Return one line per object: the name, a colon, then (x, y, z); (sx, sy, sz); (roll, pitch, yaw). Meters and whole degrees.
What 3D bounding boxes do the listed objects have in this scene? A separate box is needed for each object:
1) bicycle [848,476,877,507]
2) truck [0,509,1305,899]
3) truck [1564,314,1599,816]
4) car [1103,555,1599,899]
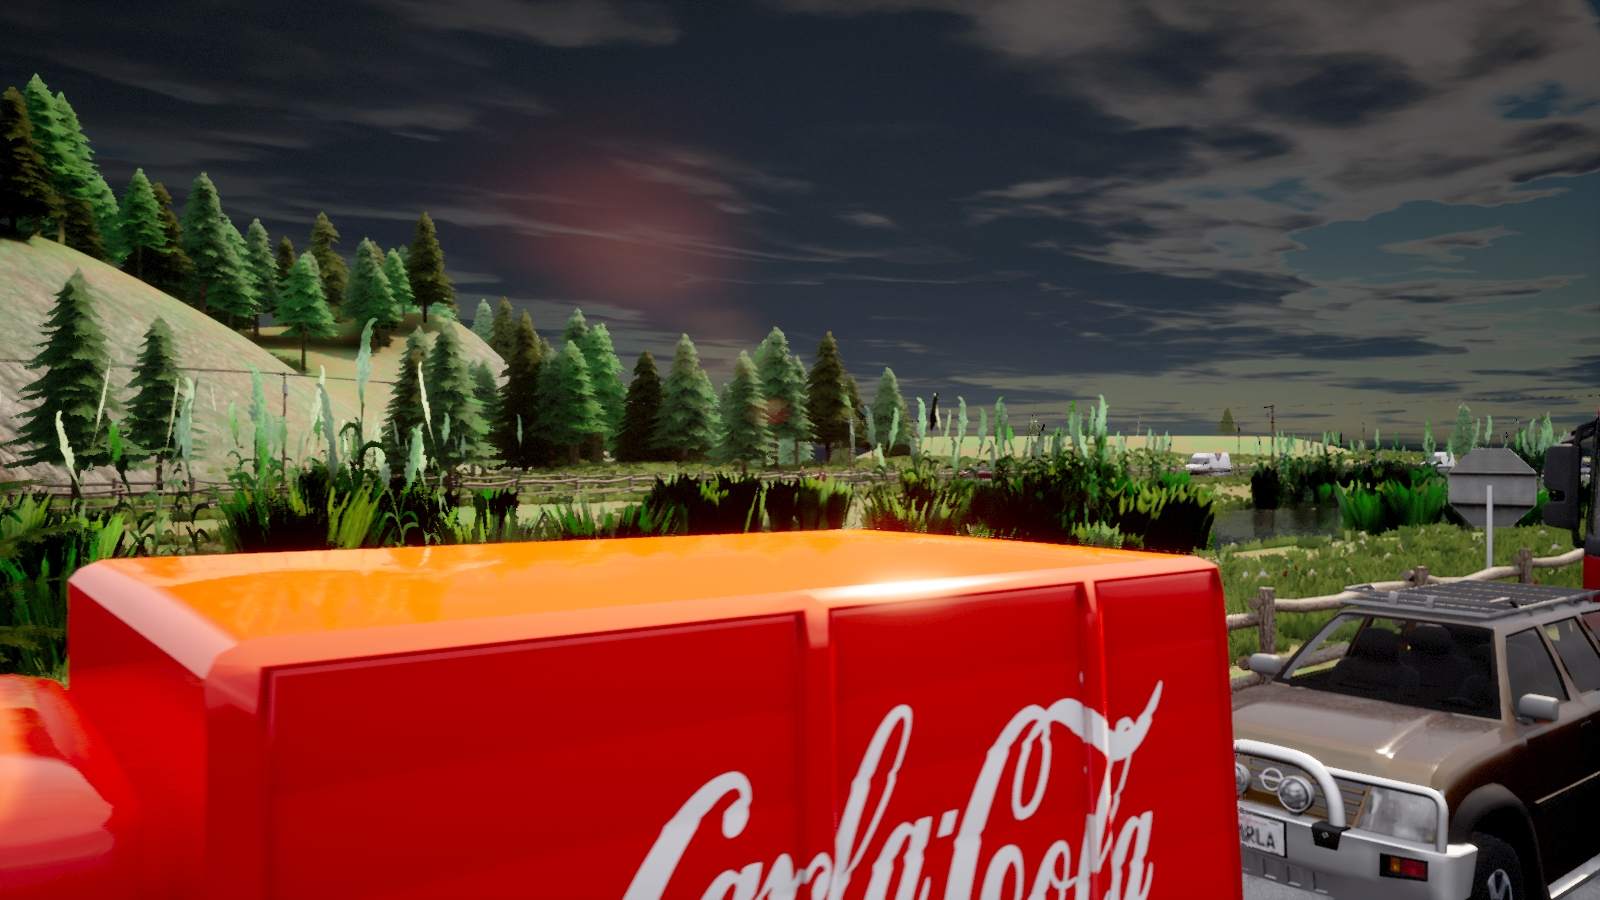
bicycle: (3.053, 2.029, 56.126); (1.643, 1.496, 0.373); (0, 0, -42)
truck: (-1.108, 1.536, 3.366); (5.204, 2.467, 2.627); (0, 0, -38)
truck: (9.860, 0.862, 11.029); (2.891, 3.827, 8.468); (0, 1, 42)
car: (4.251, 1.828, 7.635); (4.605, 1.855, 1.932); (0, 0, -38)
